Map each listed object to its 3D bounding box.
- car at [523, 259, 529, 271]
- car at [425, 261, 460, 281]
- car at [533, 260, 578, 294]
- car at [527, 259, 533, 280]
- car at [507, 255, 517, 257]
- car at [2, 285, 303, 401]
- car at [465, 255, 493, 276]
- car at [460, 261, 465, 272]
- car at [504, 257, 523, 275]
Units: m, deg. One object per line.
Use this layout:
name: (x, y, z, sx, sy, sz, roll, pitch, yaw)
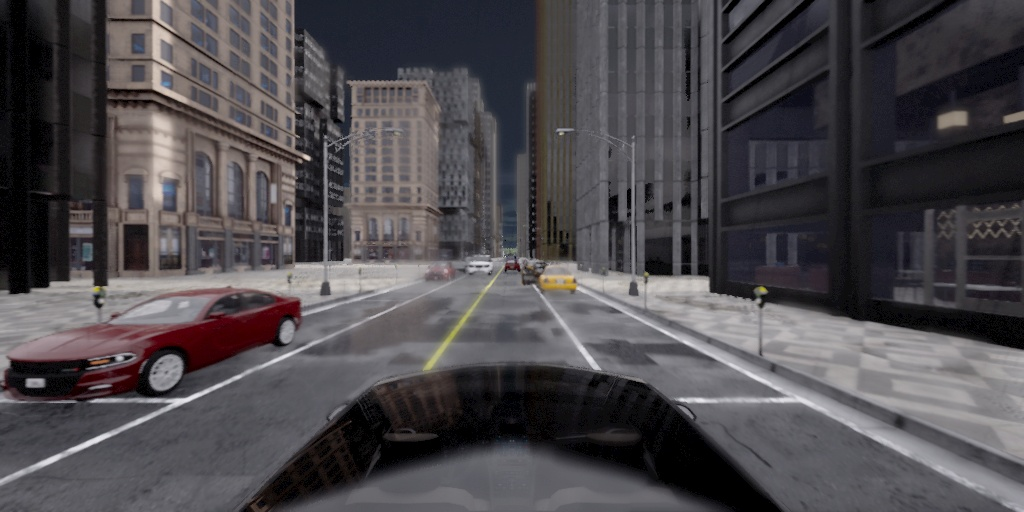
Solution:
car: (2.759, 1.217, 46.247, 1.751, 1.417, 4.829, 0, 0, 0)
car: (-5.765, 1.158, 29.151, 1.967, 1.591, 4.097, 0, 0, 0)
car: (2.350, 1.187, 19.798, 1.801, 1.575, 5.366, 0, 0, 0)
car: (2.760, 1.276, 34.795, 1.948, 1.339, 4.313, 0, 0, 0)
car: (-0.004, 0.892, 57.029, 2.150, 2.045, 5.566, 0, 0, 0)
car: (-5.763, 1.290, 6.588, 1.888, 1.381, 4.507, 0, 0, 0)
car: (-3.097, 0.927, 36.483, 2.150, 2.045, 5.566, 0, 0, 0)
car: (-5.765, 1.267, 40.434, 1.948, 1.339, 4.313, 0, 0, 0)
car: (0.056, 1.172, 45.030, 1.882, 1.535, 5.008, 0, 0, 1)
